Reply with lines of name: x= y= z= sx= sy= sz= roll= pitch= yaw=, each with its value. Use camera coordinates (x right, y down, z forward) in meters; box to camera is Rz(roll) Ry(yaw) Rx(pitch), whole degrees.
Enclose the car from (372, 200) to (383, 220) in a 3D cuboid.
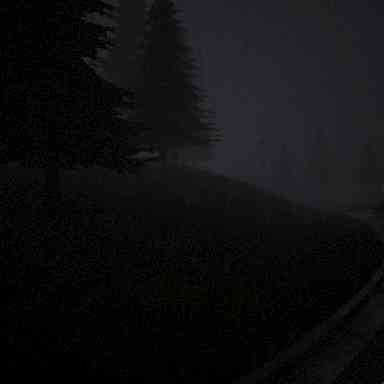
car: x=15.052 y=1.253 z=25.017 sx=1.882 sy=1.535 sz=5.008 roll=0 pitch=0 yaw=16
